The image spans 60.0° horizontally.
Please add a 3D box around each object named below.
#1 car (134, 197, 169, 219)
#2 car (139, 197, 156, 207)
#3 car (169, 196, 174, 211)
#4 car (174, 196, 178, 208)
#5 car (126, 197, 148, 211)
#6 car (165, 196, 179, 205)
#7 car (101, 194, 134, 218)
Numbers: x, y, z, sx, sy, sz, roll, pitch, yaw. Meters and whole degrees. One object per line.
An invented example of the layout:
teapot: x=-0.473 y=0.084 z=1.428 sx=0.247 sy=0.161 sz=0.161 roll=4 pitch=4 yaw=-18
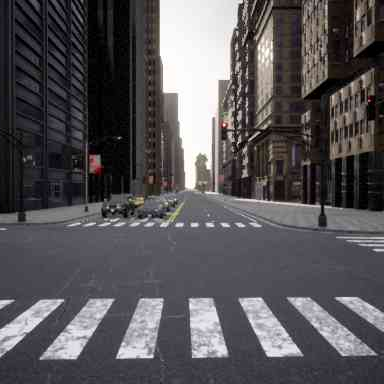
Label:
car: x=-3.403 y=1.323 z=29.007 sx=2.097 sy=1.767 sz=4.553 roll=0 pitch=0 yaw=0
car: x=-6.694 y=1.496 z=50.506 sx=1.994 sy=1.385 sz=4.181 roll=0 pitch=0 yaw=0
car: x=-3.423 y=1.480 z=37.989 sx=1.812 sy=1.442 sz=4.674 roll=0 pitch=0 yaw=0
car: x=-3.450 y=1.501 z=48.014 sx=1.994 sy=1.385 sz=4.181 roll=0 pitch=0 yaw=-1
car: x=-6.669 y=1.427 z=40.615 sx=1.882 sy=1.535 sz=5.008 roll=0 pitch=0 yaw=0
car: x=-3.430 y=1.464 z=58.431 sx=2.033 sy=1.411 sz=5.357 roll=0 pitch=0 yaw=0
car: x=-6.658 y=1.189 z=30.610 sx=2.150 sy=2.045 sz=5.566 roll=0 pitch=0 yaw=0
